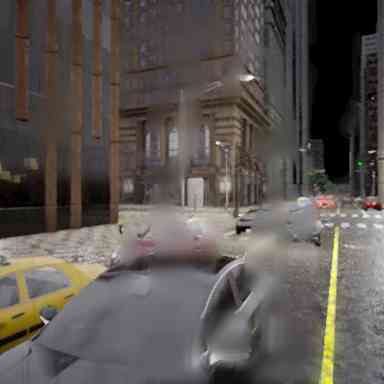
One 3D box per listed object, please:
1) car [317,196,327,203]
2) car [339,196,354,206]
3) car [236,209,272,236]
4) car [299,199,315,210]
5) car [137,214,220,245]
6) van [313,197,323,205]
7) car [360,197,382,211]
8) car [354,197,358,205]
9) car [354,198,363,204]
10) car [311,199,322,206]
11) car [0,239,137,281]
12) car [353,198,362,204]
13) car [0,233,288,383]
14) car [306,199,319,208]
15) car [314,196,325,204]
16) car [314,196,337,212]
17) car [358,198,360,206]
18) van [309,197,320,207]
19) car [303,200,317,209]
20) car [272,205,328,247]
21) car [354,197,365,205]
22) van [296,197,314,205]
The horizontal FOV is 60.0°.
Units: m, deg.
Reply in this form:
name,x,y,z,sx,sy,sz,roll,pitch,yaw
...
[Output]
name,x,y,z,sx,sy,sz,roll,pitch,yaw
car,34.656,2.032,88.822,2.192,1.841,5.009,0,-1,24
car,32.463,2.018,69.697,1.882,1.535,5.008,0,-1,24
car,3.941,1.718,19.712,1.947,1.339,4.313,0,0,24
car,16.977,1.816,49.044,1.967,1.590,4.097,0,-1,24
car,-0.546,1.522,9.618,1.967,1.590,4.097,0,0,24
van,28.027,1.929,73.905,1.690,1.788,3.998,0,-1,24
car,24.771,1.650,45.591,2.192,1.841,5.009,0,-1,24
car,33.610,2.055,65.475,2.008,1.369,4.403,0,-1,24
car,40.239,2.215,80.390,1.802,1.307,4.206,0,-1,24
car,25.817,2.090,68.932,1.887,1.381,4.507,0,-1,24
car,-2.860,1.569,4.414,1.752,1.417,4.829,0,0,24
car,42.449,2.221,85.361,1.887,1.381,4.507,0,-1,24
car,-0.281,1.538,3.657,1.837,1.490,4.892,0,-1,24
car,21.397,2.026,58.987,1.947,1.339,4.313,0,-1,24
car,30.237,1.946,78.878,2.192,1.841,5.009,0,-1,24
car,17.453,1.547,43.508,2.150,2.045,5.566,0,0,24
car,26.981,1.692,50.563,2.192,1.841,5.009,0,-1,24
van,23.607,1.844,63.961,1.690,1.788,3.998,0,-1,24
car,19.187,1.962,54.015,1.887,1.381,4.507,0,-1,24
car,5.342,1.626,16.066,1.837,1.490,4.892,0,0,24
car,38.030,2.030,75.419,1.967,1.590,4.097,0,-1,24
van,14.767,1.677,44.073,1.690,1.788,3.998,0,-1,24
